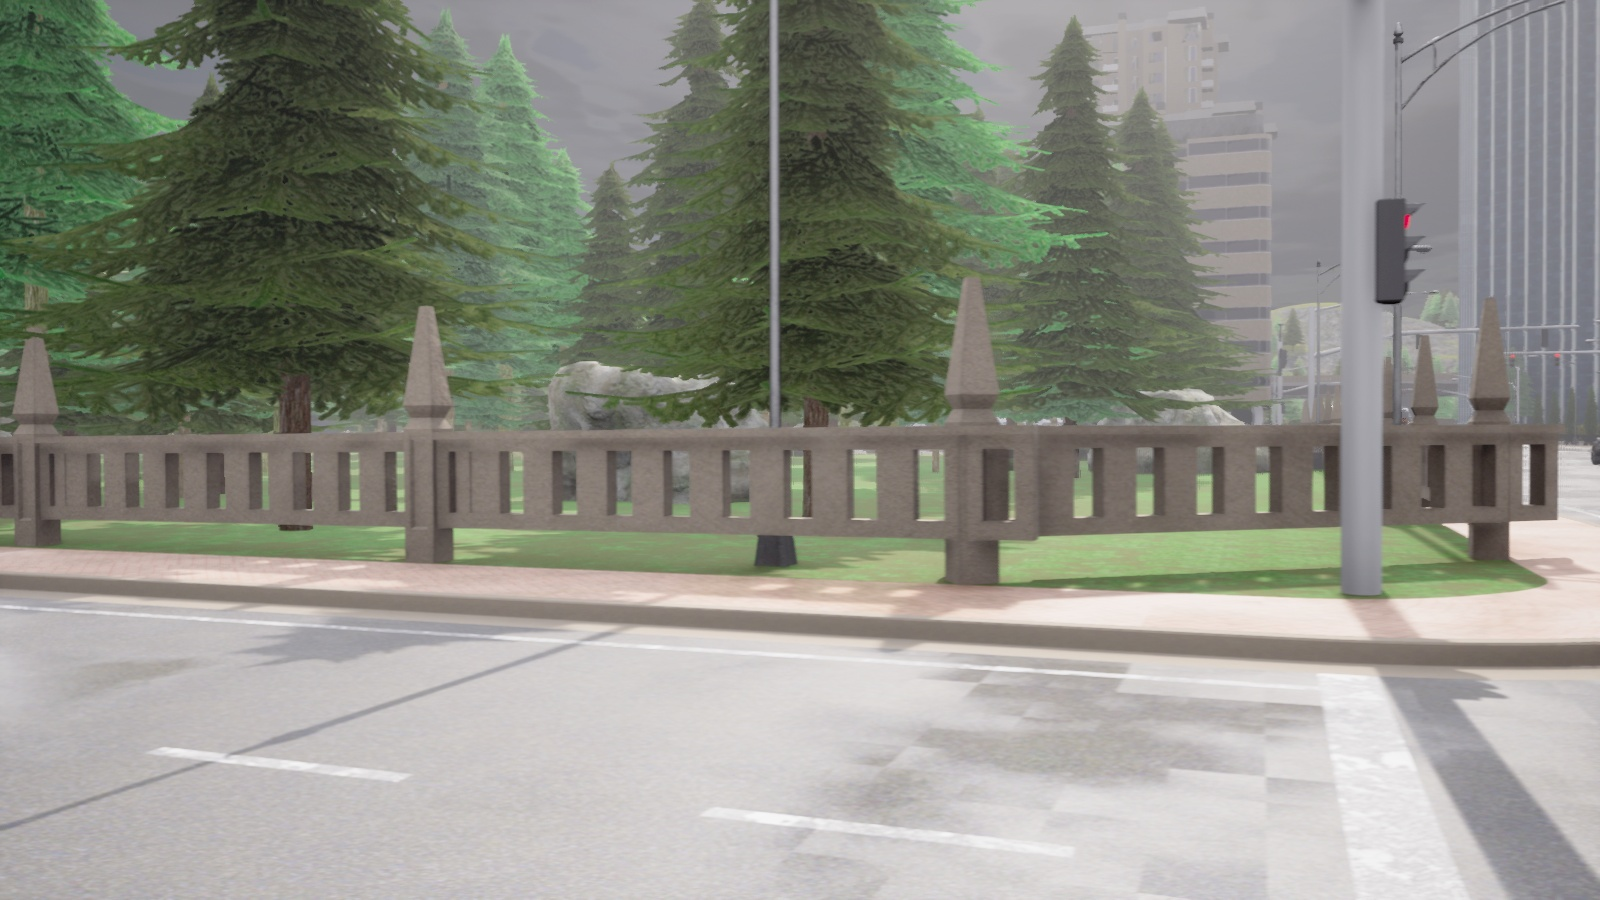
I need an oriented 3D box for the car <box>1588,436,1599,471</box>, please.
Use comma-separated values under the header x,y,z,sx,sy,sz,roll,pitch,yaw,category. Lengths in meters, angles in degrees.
x,y,z,sx,sy,sz,roll,pitch,yaw,category
34.916,0.140,53.056,1.970,1.475,3.806,1,1,20,car
